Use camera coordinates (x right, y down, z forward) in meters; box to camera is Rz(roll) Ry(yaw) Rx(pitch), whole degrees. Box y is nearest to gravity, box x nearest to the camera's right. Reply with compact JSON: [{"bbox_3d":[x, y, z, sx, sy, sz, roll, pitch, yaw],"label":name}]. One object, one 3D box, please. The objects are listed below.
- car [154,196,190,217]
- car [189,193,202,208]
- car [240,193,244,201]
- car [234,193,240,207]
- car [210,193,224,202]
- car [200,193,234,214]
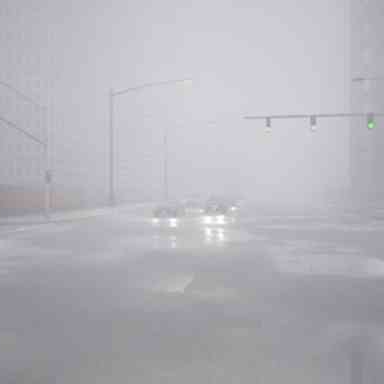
[{"bbox_3d":[-1.783,1.254,27.996,1.812,1.442,4.674,0,1,11],"label":"car"},{"bbox_3d":[0.413,0.971,39.149,2.097,1.767,4.553,0,0,11],"label":"car"},{"bbox_3d":[8.451,0.923,61.196,1.812,1.442,4.674,0,0,12],"label":"car"},{"bbox_3d":[4.697,1.084,42.697,1.837,1.490,4.892,0,1,11],"label":"car"},{"bbox_3d":[4.554,0.893,59.568,1.882,1.535,5.008,0,0,12],"label":"car"},{"bbox_3d":[2.419,1.184,31.284,2.128,1.511,4.902,0,1,11],"label":"car"}]
